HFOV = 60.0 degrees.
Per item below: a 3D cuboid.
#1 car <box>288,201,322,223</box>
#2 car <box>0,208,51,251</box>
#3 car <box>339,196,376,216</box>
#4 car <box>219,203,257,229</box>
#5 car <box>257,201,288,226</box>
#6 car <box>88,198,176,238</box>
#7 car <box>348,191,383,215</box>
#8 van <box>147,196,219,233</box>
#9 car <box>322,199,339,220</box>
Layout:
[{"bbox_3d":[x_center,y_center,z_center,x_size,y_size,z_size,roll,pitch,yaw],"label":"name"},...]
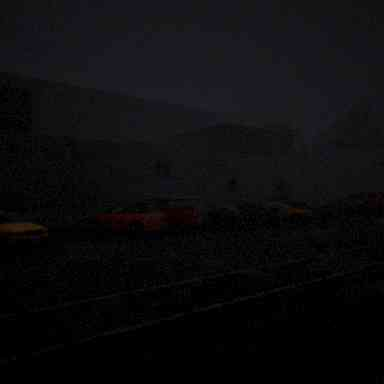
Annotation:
[{"bbox_3d":[6.391,1.419,24.648,5.366,1.575,1.946,-1,-1,34],"label":"car"},{"bbox_3d":[-8.192,1.488,14.250,5.366,1.575,1.946,-1,-1,35],"label":"car"},{"bbox_3d":[13.528,1.369,29.943,4.674,1.452,2.002,-1,0,35],"label":"car"},{"bbox_3d":[1.375,1.505,21.278,4.674,1.452,2.002,-1,0,35],"label":"car"},{"bbox_3d":[3.777,1.480,23.029,4.792,1.488,2.163,-1,0,35],"label":"car"},{"bbox_3d":[-3.465,1.361,17.800,4.553,1.767,2.185,-1,0,34],"label":"car"},{"bbox_3d":[15.925,1.040,31.692,5.566,2.045,2.435,-1,0,35],"label":"car"},{"bbox_3d":[-0.955,1.253,19.494,4.442,1.987,1.878,-1,-1,35],"label":"van"},{"bbox_3d":[8.691,1.428,26.466,4.792,1.488,2.163,-1,-1,35],"label":"car"}]
